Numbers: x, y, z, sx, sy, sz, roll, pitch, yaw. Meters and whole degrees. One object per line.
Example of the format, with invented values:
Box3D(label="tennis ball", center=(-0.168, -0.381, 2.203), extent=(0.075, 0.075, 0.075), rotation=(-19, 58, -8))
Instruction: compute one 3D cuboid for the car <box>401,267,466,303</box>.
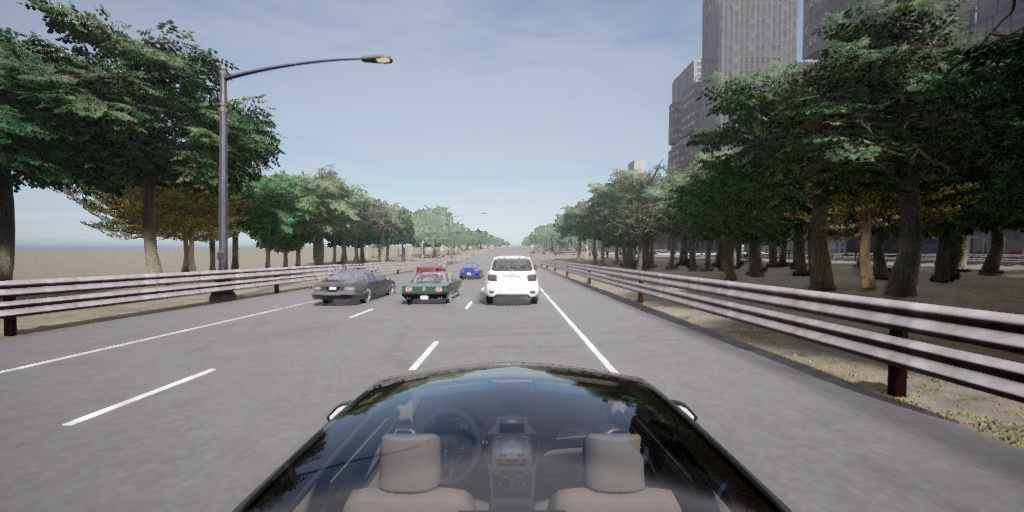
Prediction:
Box3D(label="car", center=(-3.499, 1.373, 16.537), extent=(1.895, 1.301, 4.718), rotation=(0, 0, 0))

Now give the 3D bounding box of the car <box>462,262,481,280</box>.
Box3D(label="car", center=(-3.499, 1.283, 31.512), extent=(1.812, 1.442, 4.674), rotation=(0, 0, 0))

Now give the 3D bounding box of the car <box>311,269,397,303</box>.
Box3D(label="car", center=(-7.000, 1.319, 16.508), extent=(2.033, 1.411, 5.357), rotation=(0, 0, 0))

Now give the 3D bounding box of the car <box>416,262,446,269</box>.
Box3D(label="car", center=(-6.999, 1.235, 31.512), extent=(1.882, 1.535, 5.008), rotation=(0, 0, 0))

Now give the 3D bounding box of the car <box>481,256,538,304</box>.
Box3D(label="car", center=(0.001, 1.014, 16.535), extent=(2.150, 2.045, 5.566), rotation=(0, 0, 0))
